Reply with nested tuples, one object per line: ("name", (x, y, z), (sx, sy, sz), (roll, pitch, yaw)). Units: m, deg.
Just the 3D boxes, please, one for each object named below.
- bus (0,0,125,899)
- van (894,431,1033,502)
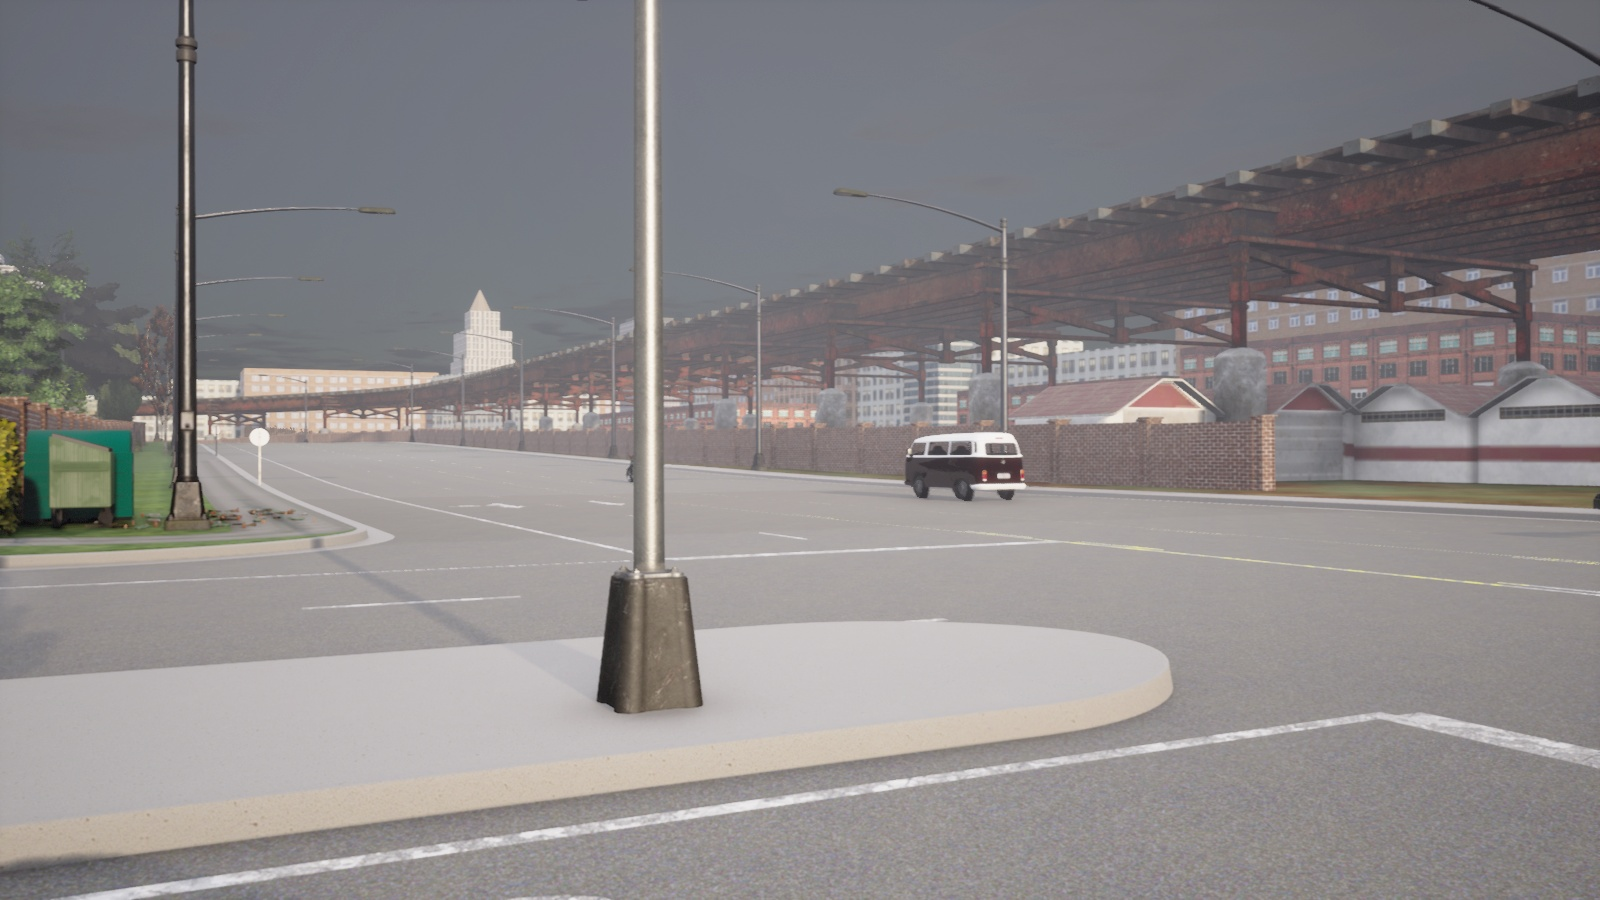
("bus", (-6.077, -0.584, 0.337), (10.273, 4.253, 3.944), (0, 0, -27))
("van", (4.973, 0.480, 38.826), (2.069, 2.038, 4.480), (0, 0, -27))
